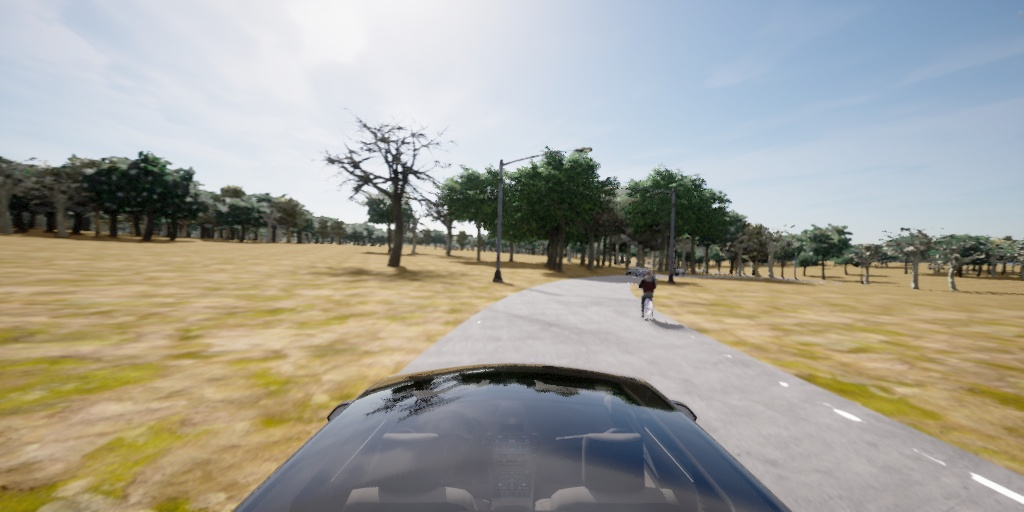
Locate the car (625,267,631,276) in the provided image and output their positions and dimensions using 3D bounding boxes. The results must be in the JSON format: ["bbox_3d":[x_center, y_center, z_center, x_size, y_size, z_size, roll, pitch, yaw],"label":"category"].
[{"bbox_3d":[20.623,2.595,60.232,1.837,1.490,4.892,2,-1,38],"label":"car"}]

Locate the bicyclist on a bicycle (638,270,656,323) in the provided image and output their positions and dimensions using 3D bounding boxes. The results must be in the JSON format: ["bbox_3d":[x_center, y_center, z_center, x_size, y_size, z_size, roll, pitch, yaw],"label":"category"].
[{"bbox_3d":[4.657,1.363,12.468,0.659,1.776,1.843,1,0,7],"label":"bicyclist on a bicycle"}]

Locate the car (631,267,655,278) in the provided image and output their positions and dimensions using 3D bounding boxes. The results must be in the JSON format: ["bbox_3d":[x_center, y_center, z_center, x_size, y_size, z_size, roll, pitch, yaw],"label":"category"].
[{"bbox_3d":[20.084,2.561,54.075,2.033,1.411,5.357,2,-1,34],"label":"car"}]
